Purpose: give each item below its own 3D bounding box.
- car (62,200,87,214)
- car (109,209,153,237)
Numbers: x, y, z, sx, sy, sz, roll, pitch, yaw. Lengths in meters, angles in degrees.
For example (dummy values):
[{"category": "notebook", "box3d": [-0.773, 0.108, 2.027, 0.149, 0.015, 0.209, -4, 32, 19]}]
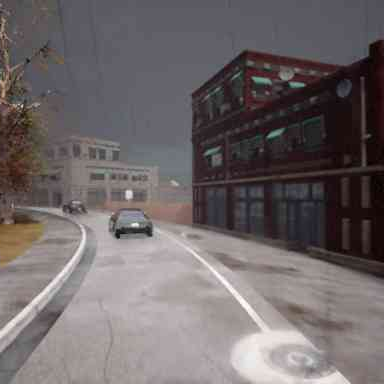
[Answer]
[{"category": "car", "box3d": [-13.042, 1.641, 36.873, 1.812, 1.442, 4.674, 0, 0, -33]}, {"category": "car", "box3d": [-3.435, 1.593, 18.289, 1.994, 1.385, 4.181, 0, 0, -18]}]
